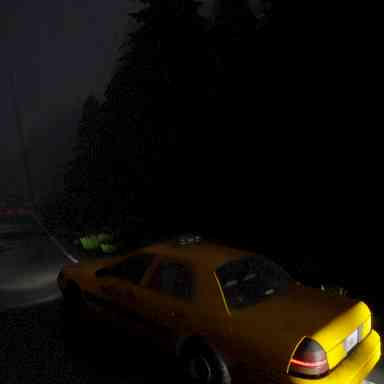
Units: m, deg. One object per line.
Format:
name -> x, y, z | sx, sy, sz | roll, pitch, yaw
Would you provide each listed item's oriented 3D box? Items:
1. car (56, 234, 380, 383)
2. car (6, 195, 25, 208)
car -> -0.253, 1.418, 5.075 | 5.366, 1.575, 1.801 | 1, 1, 44
car -> -21.170, 1.058, 40.032 | 2.128, 1.511, 4.902 | -2, 2, -27
